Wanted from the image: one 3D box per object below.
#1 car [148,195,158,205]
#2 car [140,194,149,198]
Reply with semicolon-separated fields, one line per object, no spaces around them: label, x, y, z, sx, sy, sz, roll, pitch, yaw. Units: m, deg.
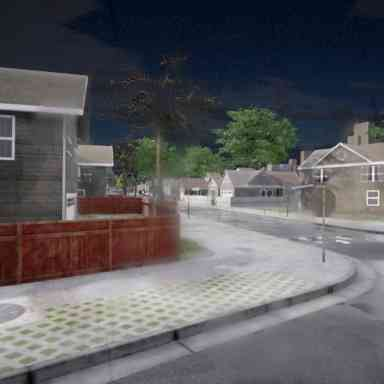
car;-5.820;1.576;58.164;2.033;1.411;5.357;1;0;-15
car;-12.275;1.574;92.257;2.033;1.411;5.357;1;0;-15
